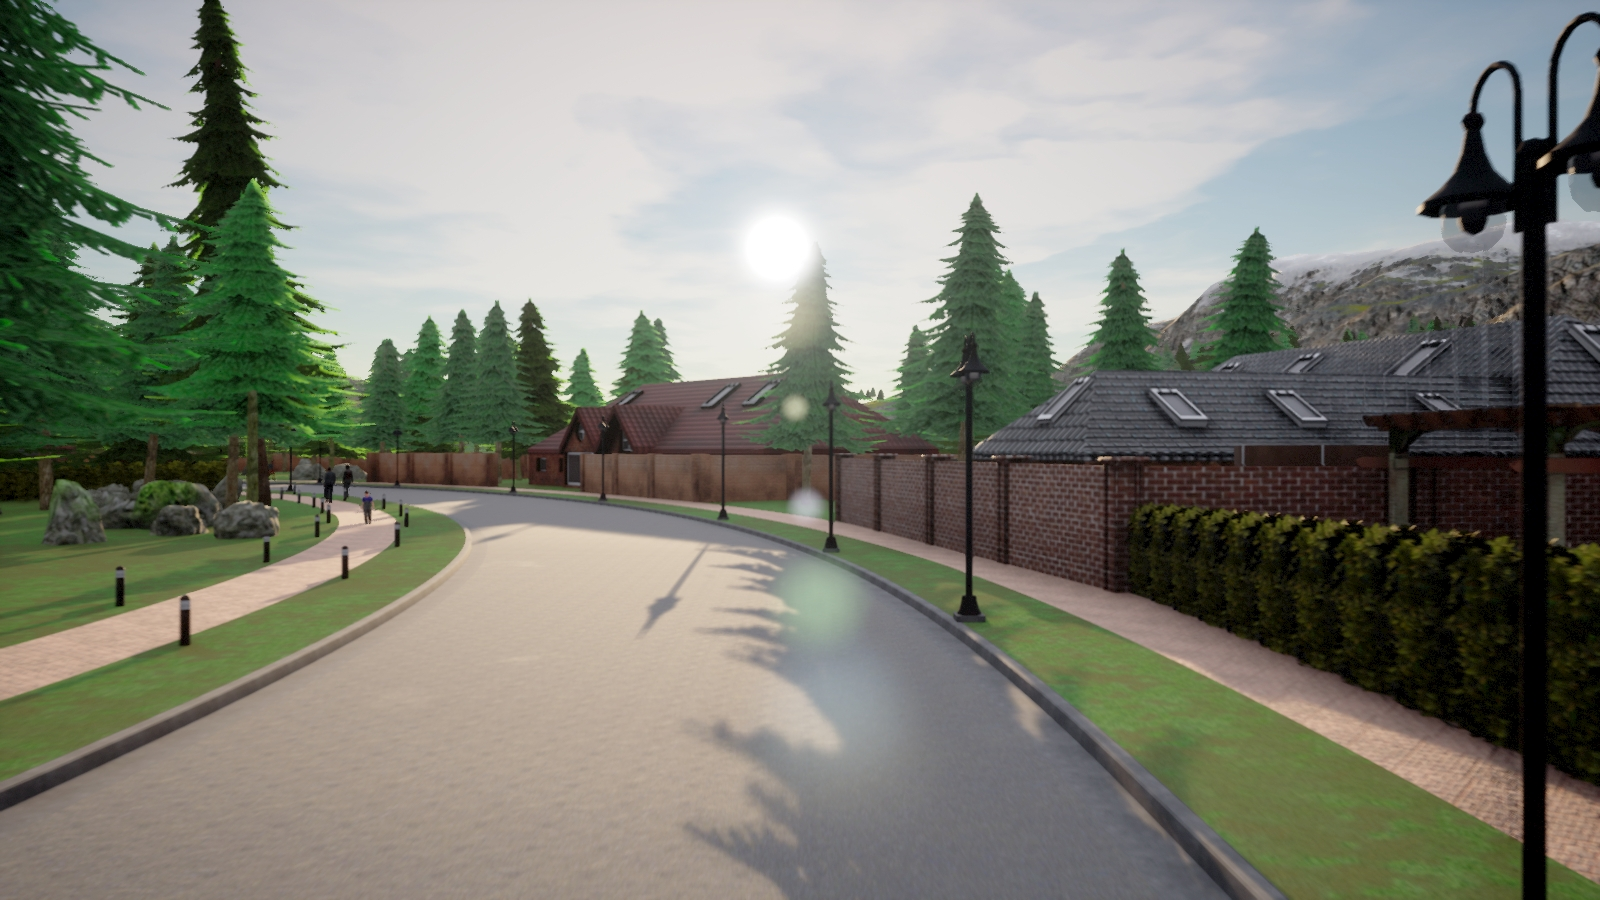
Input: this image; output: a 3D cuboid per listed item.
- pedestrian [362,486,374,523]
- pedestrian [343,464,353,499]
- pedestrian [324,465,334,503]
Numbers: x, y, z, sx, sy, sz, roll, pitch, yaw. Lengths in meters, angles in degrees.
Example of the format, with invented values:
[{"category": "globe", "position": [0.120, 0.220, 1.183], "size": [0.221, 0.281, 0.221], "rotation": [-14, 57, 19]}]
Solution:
[{"category": "pedestrian", "position": [-15.346, 1.944, 40.584], "size": [0.375, 1.300, 0.375], "rotation": [0, 0, -16]}, {"category": "pedestrian", "position": [-24.211, 1.663, 61.228], "size": [0.375, 1.860, 0.375], "rotation": [0, 0, 40]}, {"category": "pedestrian", "position": [-23.016, 1.663, 55.836], "size": [0.375, 1.860, 0.375], "rotation": [0, 0, -42]}]
